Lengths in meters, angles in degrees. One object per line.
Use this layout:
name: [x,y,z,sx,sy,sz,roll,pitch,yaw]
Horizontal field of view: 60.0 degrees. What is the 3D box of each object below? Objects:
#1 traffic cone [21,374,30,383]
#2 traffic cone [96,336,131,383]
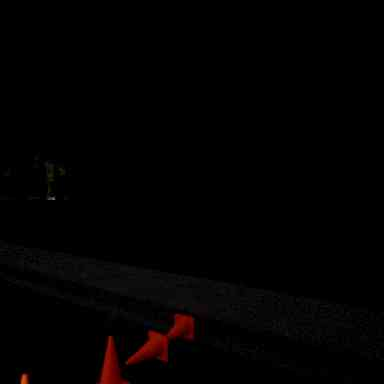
traffic cone: [-1.523,1.962,3.036,0.340,0.580,0.340,0,0,36]
traffic cone: [-0.941,1.965,3.849,0.340,0.580,0.340,0,0,36]
